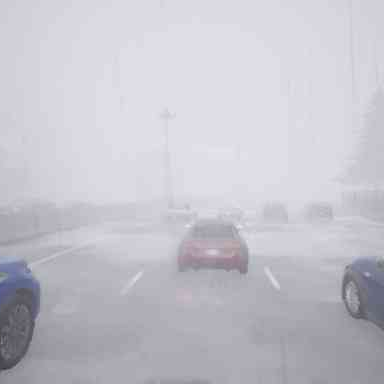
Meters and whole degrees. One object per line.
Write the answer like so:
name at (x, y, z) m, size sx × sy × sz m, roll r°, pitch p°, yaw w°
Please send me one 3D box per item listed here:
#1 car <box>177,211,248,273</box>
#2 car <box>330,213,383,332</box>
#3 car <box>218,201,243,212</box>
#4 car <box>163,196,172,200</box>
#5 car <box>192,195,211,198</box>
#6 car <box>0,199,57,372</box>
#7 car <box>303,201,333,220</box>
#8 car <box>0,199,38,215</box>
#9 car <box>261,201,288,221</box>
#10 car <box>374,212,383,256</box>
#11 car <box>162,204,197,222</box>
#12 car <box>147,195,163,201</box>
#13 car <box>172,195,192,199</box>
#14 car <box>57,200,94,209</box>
car at (0.697, 1.541, 10.658) m, size 1.994 × 1.385 × 4.181 m, roll 0°, pitch 0°, yaw 5°
car at (3.795, 1.360, 4.421) m, size 2.097 × 1.767 × 4.553 m, roll 0°, pitch 0°, yaw 2°
car at (3.247, 1.474, 27.758) m, size 1.812 × 1.442 × 4.674 m, roll 0°, pitch 0°, yaw 12°
car at (-3.567, 1.387, 71.209) m, size 1.895 × 1.301 × 4.718 m, roll 0°, pitch 0°, yaw 27°
car at (2.559, 1.354, 67.812) m, size 2.128 × 1.511 × 4.902 m, roll 0°, pitch 0°, yaw 27°
car at (-3.313, 1.200, 2.494) m, size 2.150 × 2.045 × 5.566 m, roll 0°, pitch 0°, yaw 1°
car at (10.443, 1.465, 27.861) m, size 1.882 × 1.535 × 5.008 m, roll 0°, pitch 0°, yaw 12°
car at (-17.347, 1.391, 32.614) m, size 1.994 × 1.385 × 4.181 m, roll 0°, pitch 0°, yaw 13°
car at (6.563, 1.461, 26.514) m, size 2.128 × 1.511 × 4.902 m, roll 0°, pitch 0°, yaw 12°
car at (7.643, 1.508, 9.816) m, size 2.128 × 1.511 × 4.902 m, roll 0°, pitch 0°, yaw 5°
car at (-0.816, 1.534, 25.399) m, size 1.895 × 1.301 × 4.718 m, roll 0°, pitch 0°, yaw 11°
car at (-7.457, 1.321, 71.279) m, size 2.033 × 1.411 × 5.357 m, roll 0°, pitch 0°, yaw 25°
car at (-1.340, 1.371, 67.907) m, size 2.033 × 1.411 × 5.357 m, roll 0°, pitch 0°, yaw 27°
car at (-10.793, 1.415, 30.057) m, size 2.033 × 1.411 × 5.357 m, roll 0°, pitch 0°, yaw 12°
